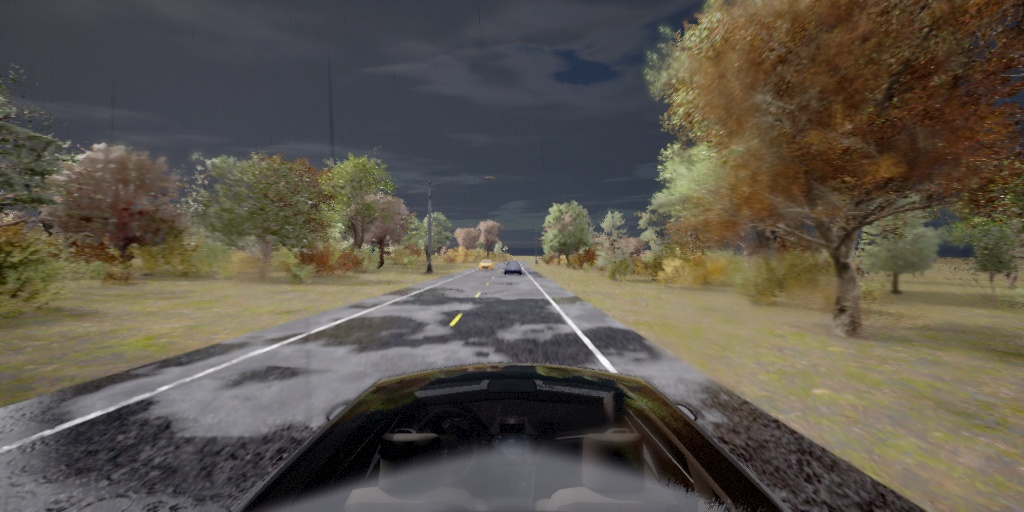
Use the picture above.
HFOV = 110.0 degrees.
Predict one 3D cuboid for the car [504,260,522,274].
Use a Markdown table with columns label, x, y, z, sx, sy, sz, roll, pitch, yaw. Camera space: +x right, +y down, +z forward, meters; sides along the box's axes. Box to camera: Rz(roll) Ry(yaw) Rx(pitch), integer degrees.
| label | x | y | z | sx | sy | sz | roll | pitch | yaw |
| --- | --- | --- | --- | --- | --- | --- | --- | --- | --- |
| car | 0.098 | 1.334 | 40.948 | 1.994 | 1.385 | 4.181 | 0 | 0 | 0 |

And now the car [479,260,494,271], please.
| label | x | y | z | sx | sy | sz | roll | pitch | yaw |
| --- | --- | --- | --- | --- | --- | --- | --- | --- | --- |
| car | -3.553 | 1.257 | 50.280 | 1.882 | 1.535 | 5.008 | 0 | 0 | 1 |
